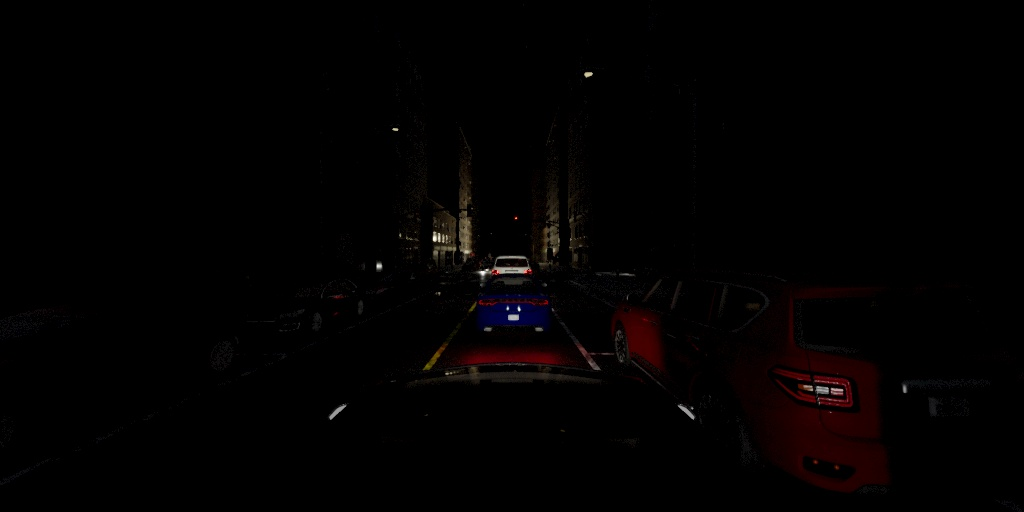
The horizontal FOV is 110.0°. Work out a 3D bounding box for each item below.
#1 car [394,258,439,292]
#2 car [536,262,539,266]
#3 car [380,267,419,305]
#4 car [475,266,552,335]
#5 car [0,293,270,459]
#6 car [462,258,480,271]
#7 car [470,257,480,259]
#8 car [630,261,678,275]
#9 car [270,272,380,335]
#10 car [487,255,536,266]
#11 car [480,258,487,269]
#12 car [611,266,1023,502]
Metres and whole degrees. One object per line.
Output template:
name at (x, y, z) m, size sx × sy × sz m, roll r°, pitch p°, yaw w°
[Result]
car at (-5.689, 1.064, 21.439) m, size 2.192 × 1.841 × 5.009 m, roll 0°, pitch 0°, yaw 0°
car at (2.804, 1.350, 48.476) m, size 1.802 × 1.307 × 4.207 m, roll 0°, pitch 0°, yaw 0°
car at (-5.683, 1.330, 15.857) m, size 1.802 × 1.307 × 4.207 m, roll 0°, pitch 0°, yaw 0°
car at (0.044, 1.226, 10.499) m, size 1.882 × 1.535 × 5.008 m, roll 0°, pitch 0°, yaw 0°
car at (-5.670, 1.294, 4.692) m, size 1.888 × 1.381 × 4.507 m, roll 0°, pitch 0°, yaw 0°
car at (-5.721, 1.350, 48.439) m, size 1.802 × 1.307 × 4.207 m, roll 0°, pitch 0°, yaw 0°
car at (-5.728, 1.090, 54.004) m, size 2.192 × 1.841 × 5.009 m, roll 0°, pitch 0°, yaw 0°
car at (14.642, 1.199, 37.053) m, size 4.181 × 1.385 × 1.994 m, roll 0°, pitch 1°, yaw 0°
car at (-5.676, 1.299, 10.274) m, size 2.007 × 1.370 × 4.403 m, roll 0°, pitch 0°, yaw 0°
car at (-0.016, 0.971, 20.159) m, size 2.150 × 2.045 × 5.566 m, roll 0°, pitch 0°, yaw 0°
car at (-3.154, 1.295, 48.980) m, size 1.812 × 1.442 × 4.674 m, roll 0°, pitch 0°, yaw -3°
car at (2.855, 1.064, 4.724) m, size 2.192 × 1.841 × 5.009 m, roll 0°, pitch 0°, yaw 0°
